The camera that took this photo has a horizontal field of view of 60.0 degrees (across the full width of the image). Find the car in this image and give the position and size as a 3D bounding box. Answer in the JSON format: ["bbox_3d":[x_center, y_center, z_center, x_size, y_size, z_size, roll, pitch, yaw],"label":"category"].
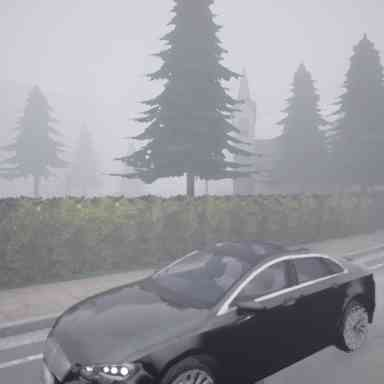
[{"bbox_3d":[0.638,1.491,4.558,4.902,1.511,2.128,0,0,-36],"label":"car"}]
